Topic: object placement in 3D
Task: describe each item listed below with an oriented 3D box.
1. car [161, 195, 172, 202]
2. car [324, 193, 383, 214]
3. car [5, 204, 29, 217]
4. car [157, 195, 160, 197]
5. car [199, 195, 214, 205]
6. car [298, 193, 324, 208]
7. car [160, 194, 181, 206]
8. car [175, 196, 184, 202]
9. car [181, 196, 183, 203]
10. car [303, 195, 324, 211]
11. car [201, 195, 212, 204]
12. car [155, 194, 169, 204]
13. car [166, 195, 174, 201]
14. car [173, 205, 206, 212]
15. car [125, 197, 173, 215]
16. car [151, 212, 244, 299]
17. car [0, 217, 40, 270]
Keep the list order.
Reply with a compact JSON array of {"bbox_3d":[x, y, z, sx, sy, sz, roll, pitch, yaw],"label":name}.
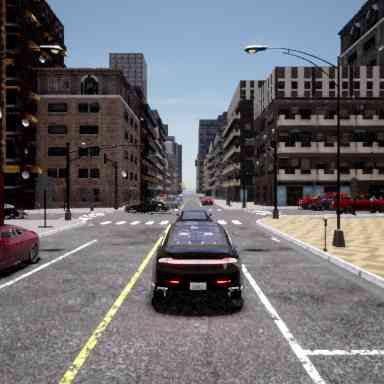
[{"bbox_3d":[-5.620,1.470,73.985,1.967,1.590,4.097,0,0,0],"label":"car"},{"bbox_3d":[14.722,1.029,29.173,5.009,1.841,2.192,-1,1,0],"label":"car"},{"bbox_3d":[-18.140,1.806,31.524,4.902,1.511,2.128,-1,0,0],"label":"car"},{"bbox_3d":[-5.641,1.581,51.255,1.947,1.339,4.313,0,0,0],"label":"car"},{"bbox_3d":[2.744,1.458,56.932,1.967,1.590,4.097,0,0,0],"label":"car"},{"bbox_3d":[14.595,1.015,37.552,5.009,1.841,2.192,-1,1,0],"label":"car"},{"bbox_3d":[-3.019,1.365,48.203,2.097,1.767,4.553,0,0,0],"label":"car"},{"bbox_3d":[-2.924,1.572,79.072,2.033,1.411,5.357,0,0,0],"label":"car"},{"bbox_3d":[-3.024,1.620,58.136,1.895,1.301,4.718,0,0,0],"label":"car"},{"bbox_3d":[14.358,1.273,34.981,4.181,1.385,1.994,-1,0,-1],"label":"car"},{"bbox_3d":[2.750,1.462,62.614,1.967,1.590,4.097,0,0,0],"label":"car"},{"bbox_3d":[-5.631,1.337,62.620,2.192,1.841,5.009,0,0,0],"label":"car"},{"bbox_3d":[-5.609,1.481,85.351,1.967,1.590,4.097,0,0,0],"label":"car"},{"bbox_3d":[0.115,1.565,17.054,1.994,1.385,4.181,0,0,0],"label":"car"},{"bbox_3d":[-4.668,1.586,34.839,4.674,1.442,1.812,-1,0,0],"label":"car"},{"bbox_3d":[0.110,1.491,8.439,2.128,1.511,4.902,0,0,0],"label":"car"},{"bbox_3d":[-5.732,1.582,9.232,1.802,1.307,4.206,0,0,0],"label":"car"}]
